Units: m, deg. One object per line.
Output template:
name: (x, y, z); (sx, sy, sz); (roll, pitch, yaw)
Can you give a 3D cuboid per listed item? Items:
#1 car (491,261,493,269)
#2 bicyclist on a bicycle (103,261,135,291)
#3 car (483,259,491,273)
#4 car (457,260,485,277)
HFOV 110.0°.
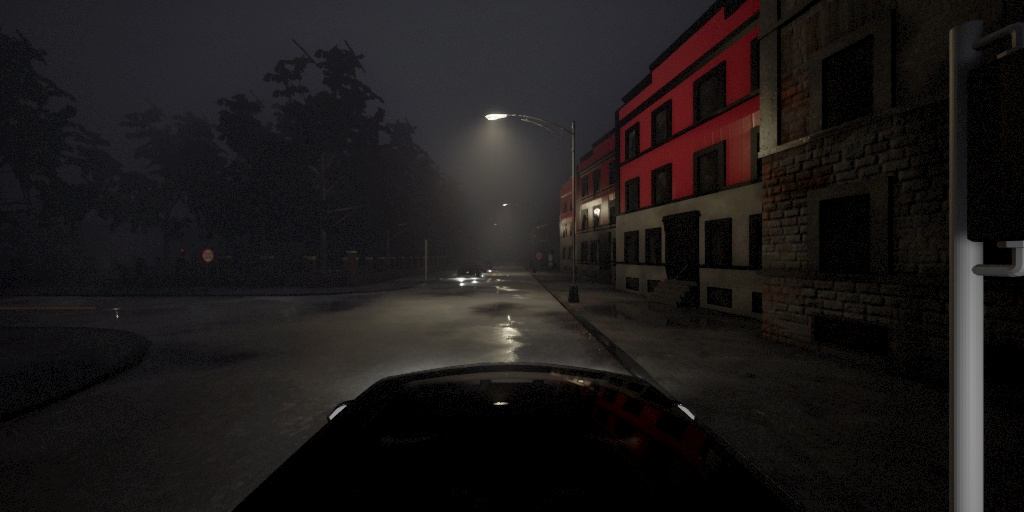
car: (-3.969, 1.228, 54.359); (1.882, 1.535, 5.008); (0, 0, 0)
bicyclist on a bicycle: (-21.814, 1.099, 19.934); (0.582, 1.620, 1.656); (0, 0, 0)
car: (-4.016, 1.297, 43.948); (2.033, 1.411, 5.357); (0, 0, 0)
car: (-4.035, 1.314, 34.656); (1.994, 1.385, 4.181); (0, 0, 0)
